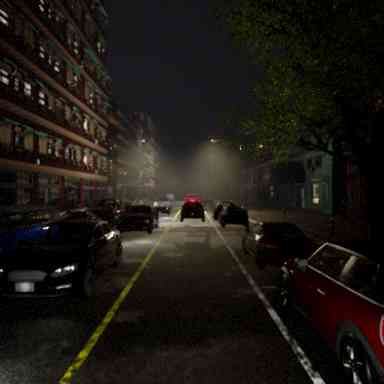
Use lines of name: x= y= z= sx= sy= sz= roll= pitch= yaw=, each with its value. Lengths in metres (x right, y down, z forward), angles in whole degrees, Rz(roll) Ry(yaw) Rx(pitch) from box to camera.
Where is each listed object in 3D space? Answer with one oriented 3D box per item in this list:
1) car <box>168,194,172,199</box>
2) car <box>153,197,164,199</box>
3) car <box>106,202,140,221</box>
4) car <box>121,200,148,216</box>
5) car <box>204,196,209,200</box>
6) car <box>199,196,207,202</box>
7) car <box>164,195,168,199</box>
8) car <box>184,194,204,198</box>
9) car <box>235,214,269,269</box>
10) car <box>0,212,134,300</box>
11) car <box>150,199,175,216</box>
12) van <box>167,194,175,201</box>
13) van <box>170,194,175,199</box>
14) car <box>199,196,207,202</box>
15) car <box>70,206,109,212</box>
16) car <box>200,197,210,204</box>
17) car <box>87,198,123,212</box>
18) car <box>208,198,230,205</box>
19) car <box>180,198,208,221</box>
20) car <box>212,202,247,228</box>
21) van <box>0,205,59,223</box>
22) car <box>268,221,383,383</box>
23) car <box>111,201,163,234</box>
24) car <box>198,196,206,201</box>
car: x=-5.709 y=1.672 z=67.796 sx=1.947 sy=1.339 sz=4.313 roll=0 pitch=0 yaw=0
car: x=-5.705 y=1.593 z=50.537 sx=1.752 sy=1.417 sz=4.829 roll=0 pitch=0 yaw=0
car: x=-5.699 y=1.593 z=27.920 sx=1.947 sy=1.339 sz=4.313 roll=0 pitch=0 yaw=0
car: x=-5.700 y=1.587 z=33.616 sx=2.008 sy=1.369 sz=4.403 roll=0 pitch=0 yaw=0
car: x=2.675 y=1.630 z=56.404 sx=2.008 sy=1.369 sz=4.403 roll=0 pitch=0 yaw=0
car: x=2.669 y=1.720 z=79.189 sx=1.802 sy=1.307 sz=4.206 roll=0 pitch=0 yaw=0
car: x=-5.706 y=1.624 z=56.404 sx=1.887 sy=1.381 sz=4.507 roll=0 pitch=0 yaw=0
car: x=0.081 y=1.281 z=45.158 sx=2.150 sy=2.045 sz=5.566 roll=0 pitch=0 yaw=0
car: x=2.686 y=1.589 z=10.830 sx=1.802 sy=1.307 sz=4.206 roll=0 pitch=0 yaw=0
car: x=-3.088 y=1.498 z=8.599 sx=2.128 sy=1.511 sz=4.902 roll=0 pitch=0 yaw=0
car: x=-3.050 y=1.637 z=33.662 sx=1.895 sy=1.301 sz=4.718 roll=0 pitch=0 yaw=0
van: x=-5.716 y=1.515 z=90.584 sx=1.690 sy=1.788 sz=3.998 roll=0 pitch=0 yaw=0
van: x=-5.714 y=1.496 z=84.888 sx=1.690 sy=1.788 sz=3.998 roll=0 pitch=0 yaw=0
car: x=2.667 y=1.700 z=84.886 sx=1.887 sy=1.381 sz=4.507 roll=0 pitch=0 yaw=0
car: x=-5.696 y=1.594 z=16.526 sx=1.802 sy=1.307 sz=4.206 roll=0 pitch=0 yaw=0
car: x=2.672 y=1.651 z=67.795 sx=1.887 sy=1.381 sz=4.507 roll=0 pitch=0 yaw=0
car: x=-5.698 y=1.334 z=22.223 sx=2.192 sy=1.841 sz=5.009 roll=0 pitch=0 yaw=0
car: x=2.682 y=1.467 z=27.920 sx=1.967 sy=1.590 sz=4.097 roll=0 pitch=0 yaw=0
car: x=0.058 y=1.504 z=27.479 sx=1.882 sy=1.535 sz=5.008 roll=0 pitch=0 yaw=0
car: x=2.683 y=1.570 z=22.223 sx=2.008 sy=1.369 sz=4.403 roll=0 pitch=0 yaw=0
van: x=-5.695 y=1.348 z=10.829 sx=1.690 sy=1.788 sz=3.998 roll=0 pitch=0 yaw=0
car: x=2.687 y=1.443 z=5.132 sx=1.967 sy=1.590 sz=4.097 roll=0 pitch=0 yaw=0
car: x=-3.057 y=1.493 z=19.586 sx=1.882 sy=1.535 sz=5.008 roll=0 pitch=0 yaw=0
car: x=2.666 y=1.740 z=90.583 sx=1.947 sy=1.339 sz=4.313 roll=0 pitch=0 yaw=0
